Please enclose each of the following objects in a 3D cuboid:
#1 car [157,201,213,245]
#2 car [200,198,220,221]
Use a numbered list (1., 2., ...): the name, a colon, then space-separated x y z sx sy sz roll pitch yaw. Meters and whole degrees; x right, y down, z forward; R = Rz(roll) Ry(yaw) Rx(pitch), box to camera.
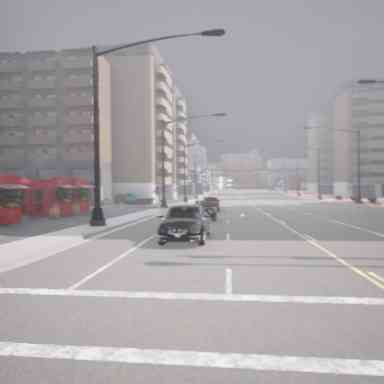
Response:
1. car: -0.262 1.350 14.646 1.837 1.490 4.892 0 0 6
2. car: 0.793 1.355 24.591 1.994 1.385 4.181 0 0 6
